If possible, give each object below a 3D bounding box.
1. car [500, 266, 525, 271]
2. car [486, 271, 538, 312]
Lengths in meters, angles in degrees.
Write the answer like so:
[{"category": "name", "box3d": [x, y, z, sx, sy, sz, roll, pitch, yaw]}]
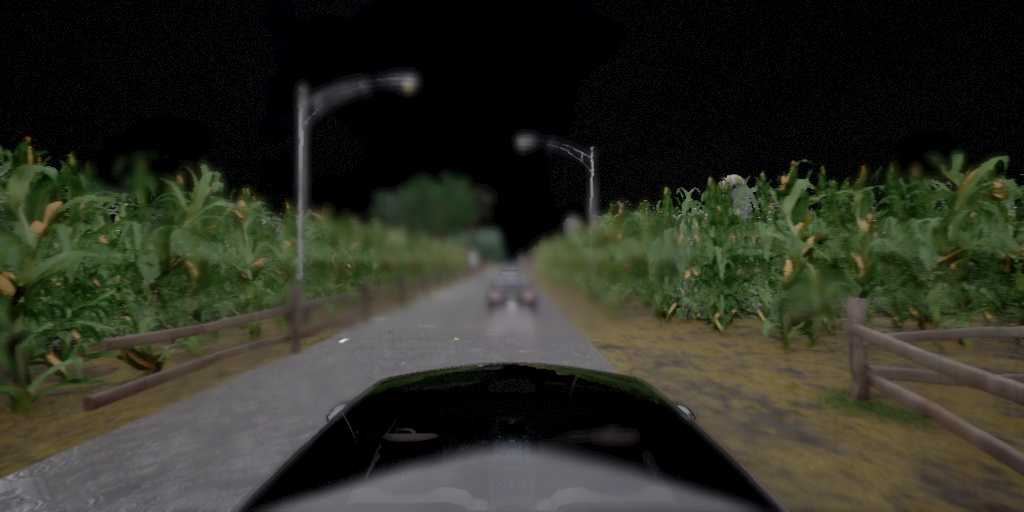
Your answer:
[{"category": "car", "box3d": [0.028, 1.557, 30.356, 2.128, 1.511, 4.902, 0, 0, 0]}, {"category": "car", "box3d": [0.023, 1.497, 15.107, 1.895, 1.301, 4.718, 0, -1, 0]}]
